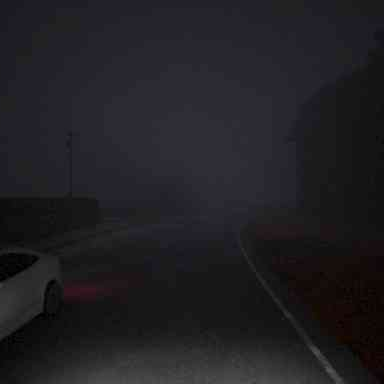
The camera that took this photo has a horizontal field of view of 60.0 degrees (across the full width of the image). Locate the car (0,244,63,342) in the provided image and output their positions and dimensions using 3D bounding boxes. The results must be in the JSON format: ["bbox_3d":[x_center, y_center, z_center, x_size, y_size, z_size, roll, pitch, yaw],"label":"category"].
[{"bbox_3d":[-3.498,1.572,4.905,1.812,1.442,4.674,0,-1,1],"label":"car"}]

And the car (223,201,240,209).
[{"bbox_3d":[7.478,2.407,63.329,1.812,1.442,4.674,0,-1,-17],"label":"car"}]
